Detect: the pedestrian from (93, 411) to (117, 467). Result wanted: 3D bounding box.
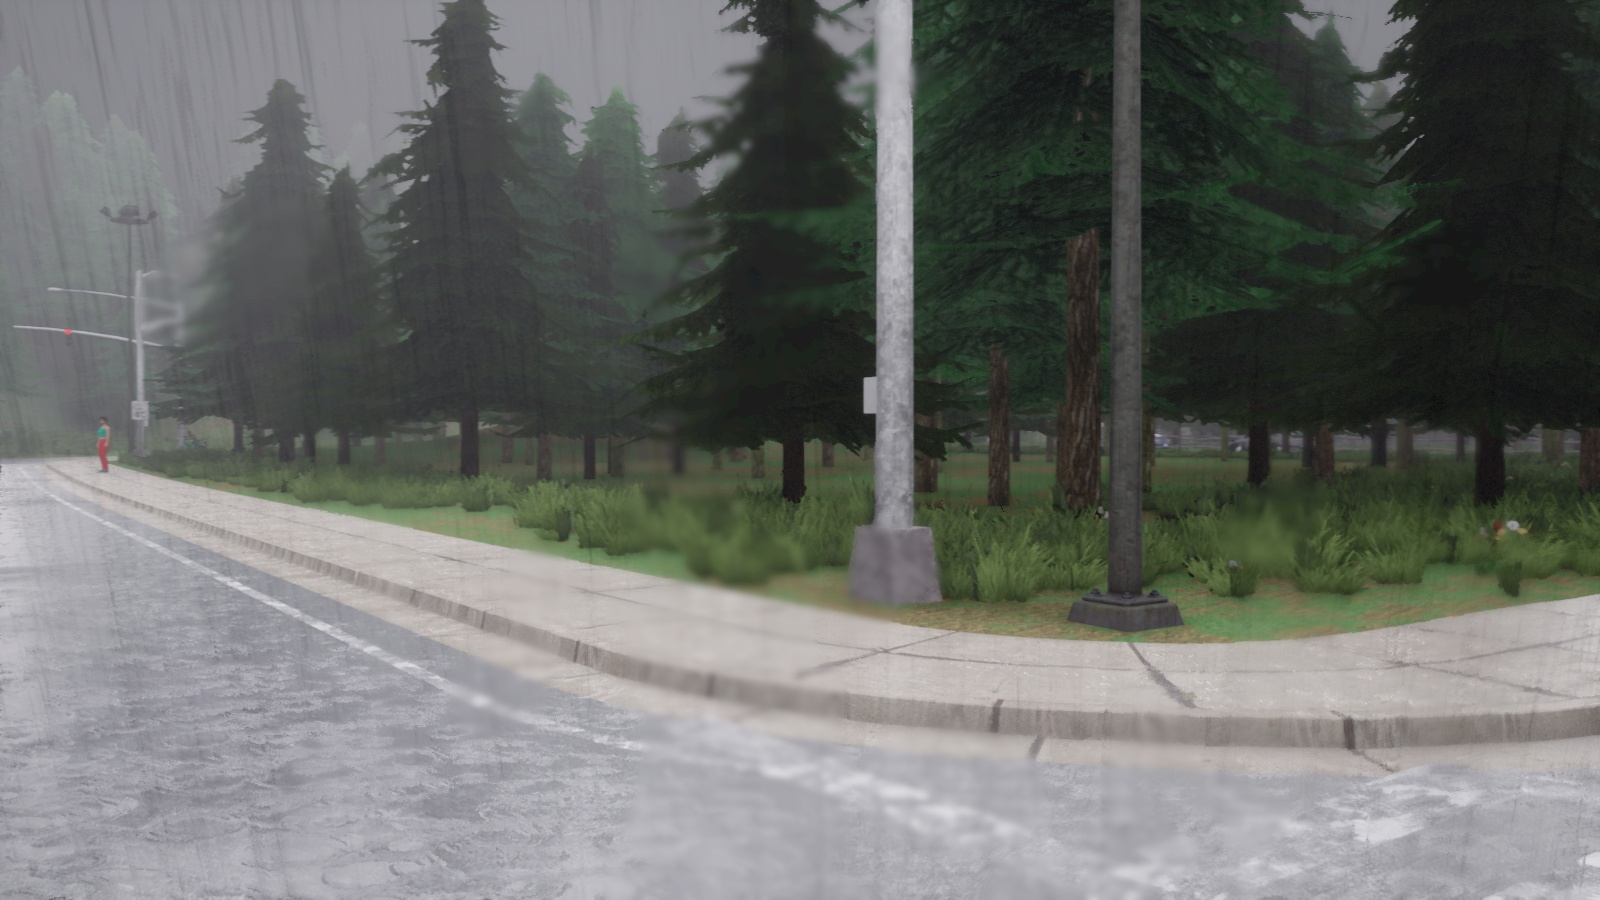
[{"bbox_3d":[-22.875,-0.358,41.341,0.345,1.836,0.594,1,1,34],"label":"pedestrian"}]

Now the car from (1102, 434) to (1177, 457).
[{"bbox_3d":[22.175,-0.330,82.133,1.812,1.442,4.674,0,1,-34],"label":"car"}]

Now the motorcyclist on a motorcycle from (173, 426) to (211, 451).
[{"bbox_3d":[-37.386,-0.721,77.234,0.797,1.523,2.044,2,1,30],"label":"motorcyclist on a motorcycle"}]

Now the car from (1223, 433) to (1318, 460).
[{"bbox_3d":[27.609,-0.226,73.791,2.128,1.511,4.902,0,1,-33],"label":"car"}]
